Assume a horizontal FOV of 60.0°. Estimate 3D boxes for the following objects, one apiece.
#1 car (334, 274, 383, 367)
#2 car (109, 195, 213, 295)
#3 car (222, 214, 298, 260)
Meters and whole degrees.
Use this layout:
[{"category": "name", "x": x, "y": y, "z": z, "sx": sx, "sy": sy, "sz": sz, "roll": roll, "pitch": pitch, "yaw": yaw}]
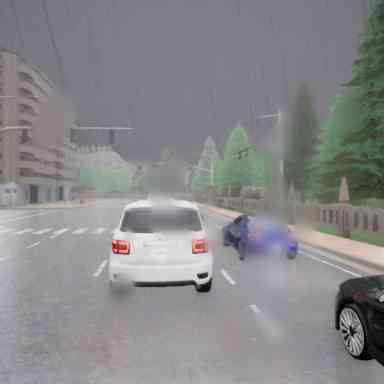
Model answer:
[{"category": "car", "x": 3.125, "y": 1.492, "z": 3.080, "sx": 2.128, "sy": 1.511, "sz": 4.902, "roll": 0, "pitch": 0, "yaw": -3}, {"category": "car", "x": -0.793, "y": 1.221, "z": 8.951, "sx": 2.150, "sy": 2.045, "sz": 5.566, "roll": 0, "pitch": 0, "yaw": -5}, {"category": "car", "x": 2.354, "y": 1.526, "z": 12.308, "sx": 1.812, "sy": 1.442, "sz": 4.674, "roll": 0, "pitch": 0, "yaw": -6}]
